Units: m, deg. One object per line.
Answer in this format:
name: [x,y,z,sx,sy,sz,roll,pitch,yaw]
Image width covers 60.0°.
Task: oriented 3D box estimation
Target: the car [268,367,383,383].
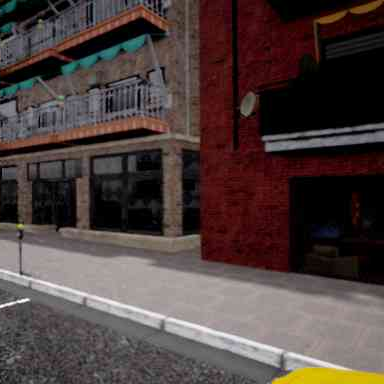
car: [2.343,1.530,1.226,4.829,1.417,1.752,0,-1,35]
